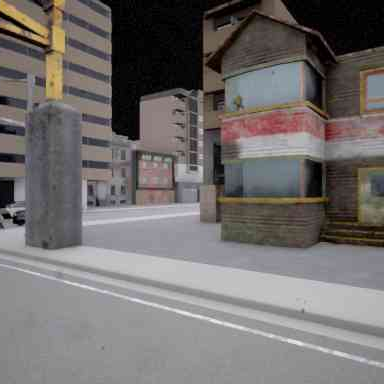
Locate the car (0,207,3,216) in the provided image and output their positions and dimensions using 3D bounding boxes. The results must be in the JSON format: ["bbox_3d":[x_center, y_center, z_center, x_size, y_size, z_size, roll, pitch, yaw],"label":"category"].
[{"bbox_3d":[-13.216,1.242,25.683,4.536,1.218,1.853,0,0,-30],"label":"car"}]

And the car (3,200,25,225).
[{"bbox_3d":[-10.060,1.404,22.983,2.038,1.542,4.974,0,0,15],"label":"car"}]

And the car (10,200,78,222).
[{"bbox_3d":[-10.046,1.247,23.032,1.853,1.218,4.536,0,0,15],"label":"car"}]
